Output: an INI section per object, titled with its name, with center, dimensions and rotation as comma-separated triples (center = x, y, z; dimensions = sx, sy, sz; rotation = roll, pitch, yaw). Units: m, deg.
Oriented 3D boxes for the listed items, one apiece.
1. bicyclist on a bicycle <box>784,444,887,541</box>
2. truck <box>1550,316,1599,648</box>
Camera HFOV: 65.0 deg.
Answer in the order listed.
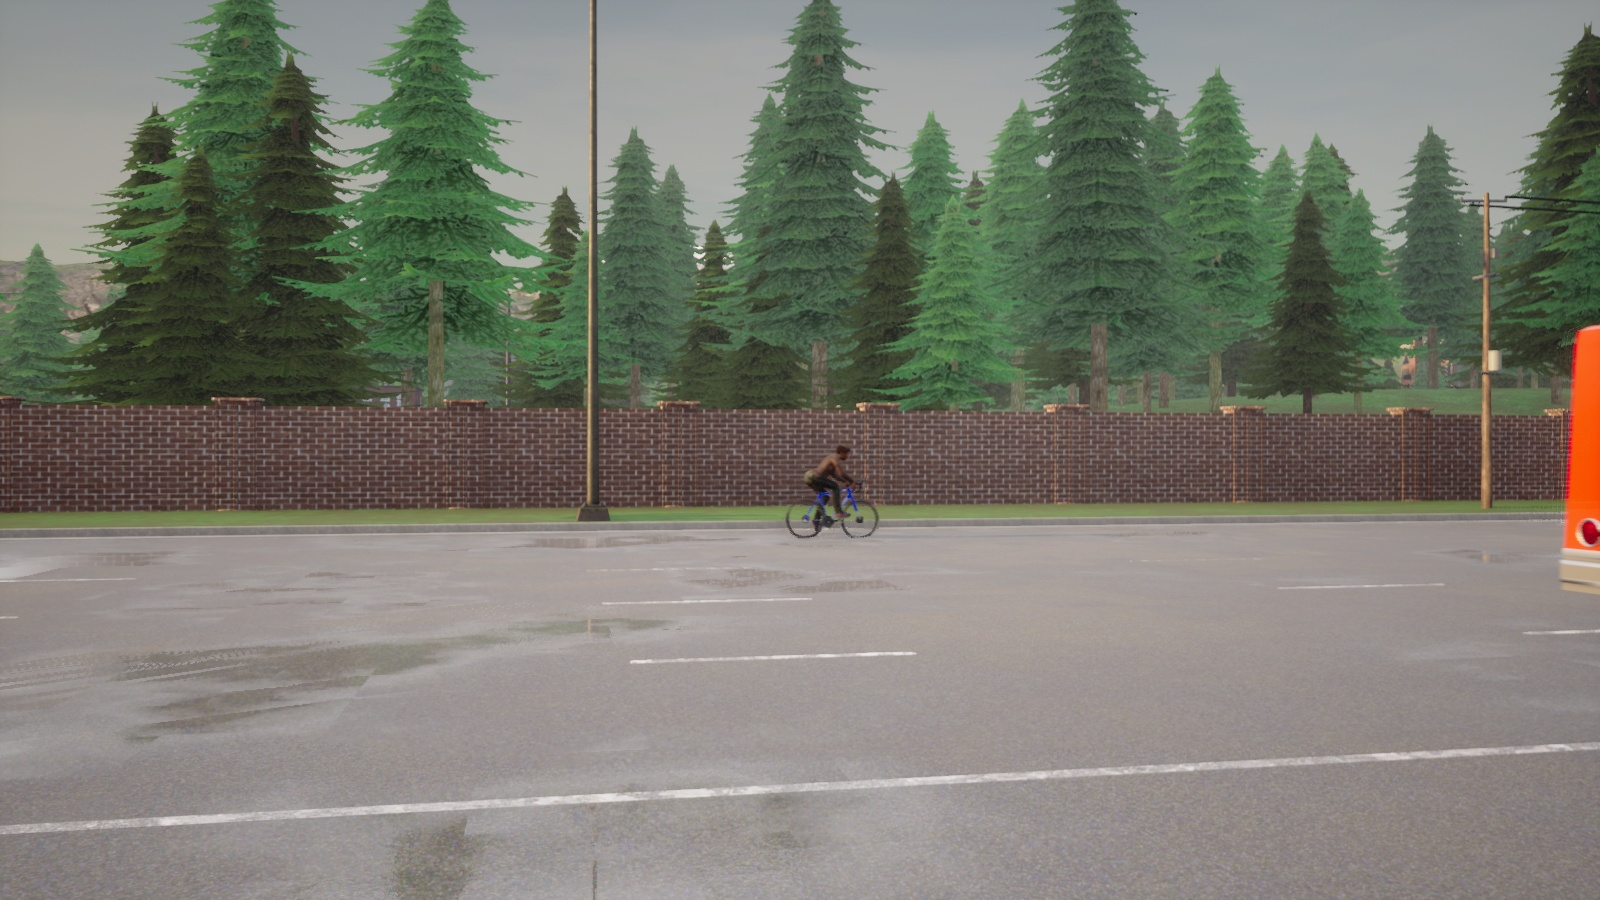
[bicyclist on a bicycle]
center = 0.609, 0.734, 21.588
dimensions = 1.656, 1.620, 0.582
rotation = 1, -1, -13
[truck]
center = 8.668, 0.240, 9.054
dimensions = 5.204, 2.467, 2.627
rotation = 0, 0, -12
